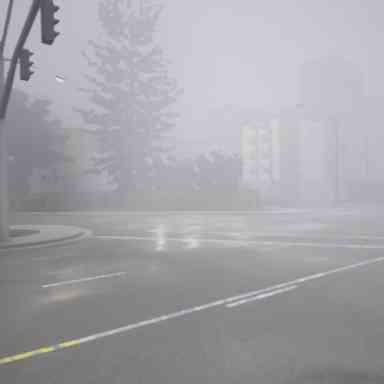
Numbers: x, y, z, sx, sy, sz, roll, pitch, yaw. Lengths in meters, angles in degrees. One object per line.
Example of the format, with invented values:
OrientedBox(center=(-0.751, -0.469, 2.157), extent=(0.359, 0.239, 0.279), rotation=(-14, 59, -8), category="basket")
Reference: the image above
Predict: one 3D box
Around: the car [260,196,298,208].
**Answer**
OrientedBox(center=(9.544, 1.048, 37.662), extent=(1.895, 1.301, 4.718), rotation=(-2, 1, -35), category="car")
